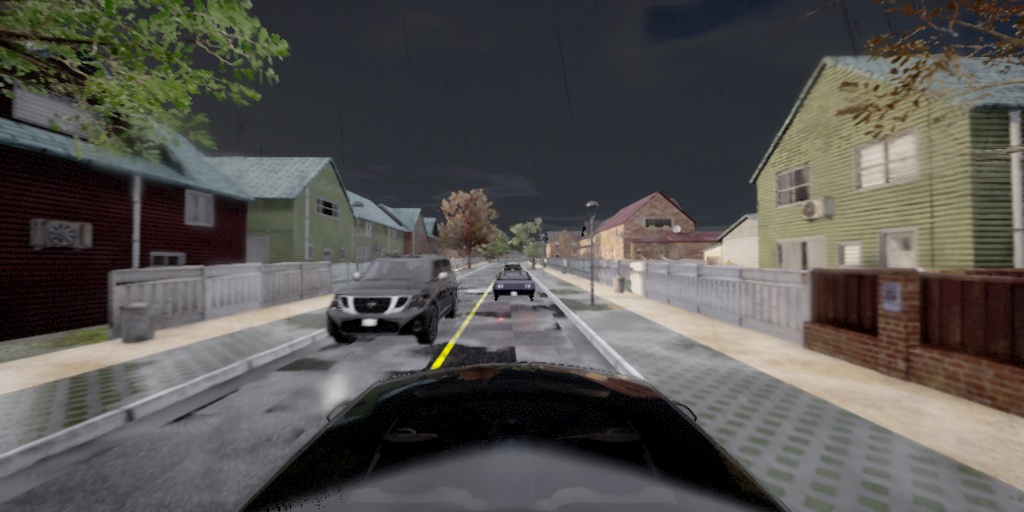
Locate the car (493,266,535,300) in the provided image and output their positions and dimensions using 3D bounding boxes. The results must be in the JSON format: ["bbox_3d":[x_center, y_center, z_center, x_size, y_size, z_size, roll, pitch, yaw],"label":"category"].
[{"bbox_3d":[0.090,1.357,17.863,1.895,1.301,4.718,0,0,0],"label":"car"}]

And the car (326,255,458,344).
[{"bbox_3d":[-2.855,0.974,9.937,2.150,2.045,5.566,0,0,0],"label":"car"}]

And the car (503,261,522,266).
[{"bbox_3d":[0.078,1.247,39.506,1.882,1.535,5.008,0,0,0],"label":"car"}]
